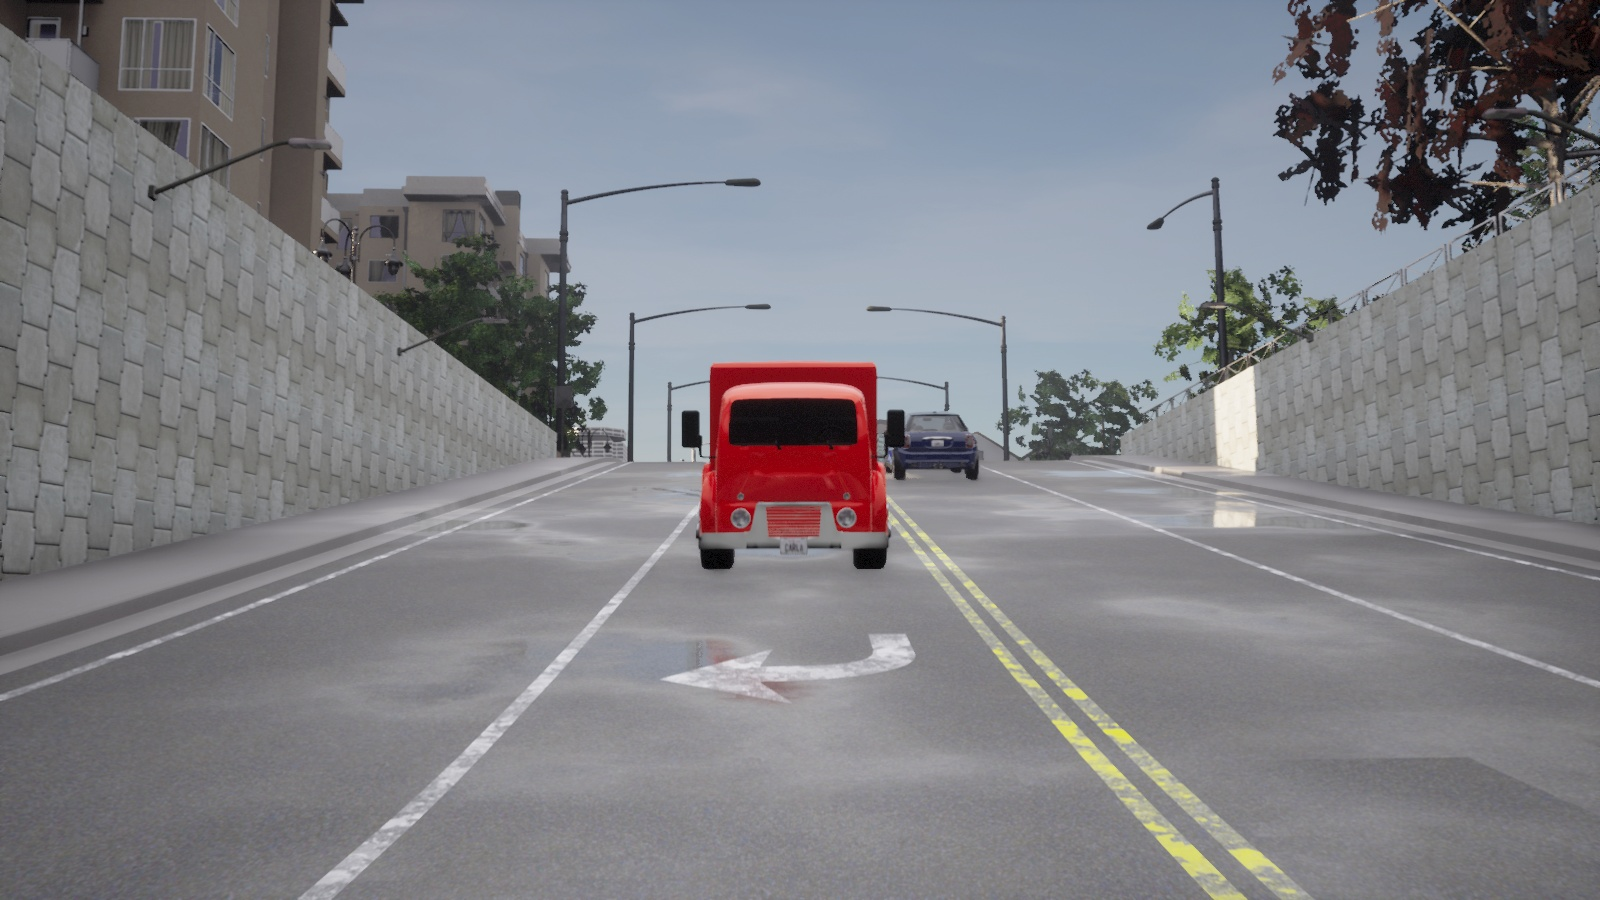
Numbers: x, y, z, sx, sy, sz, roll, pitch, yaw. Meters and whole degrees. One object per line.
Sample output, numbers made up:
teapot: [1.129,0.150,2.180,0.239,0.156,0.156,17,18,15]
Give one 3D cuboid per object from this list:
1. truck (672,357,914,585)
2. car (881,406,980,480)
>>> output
truck: [-0.084,0.114,16.378,2.627,2.467,5.204,-1,3,0]
car: [3.348,-0.242,32.980,2.097,1.767,4.553,-1,2,0]
